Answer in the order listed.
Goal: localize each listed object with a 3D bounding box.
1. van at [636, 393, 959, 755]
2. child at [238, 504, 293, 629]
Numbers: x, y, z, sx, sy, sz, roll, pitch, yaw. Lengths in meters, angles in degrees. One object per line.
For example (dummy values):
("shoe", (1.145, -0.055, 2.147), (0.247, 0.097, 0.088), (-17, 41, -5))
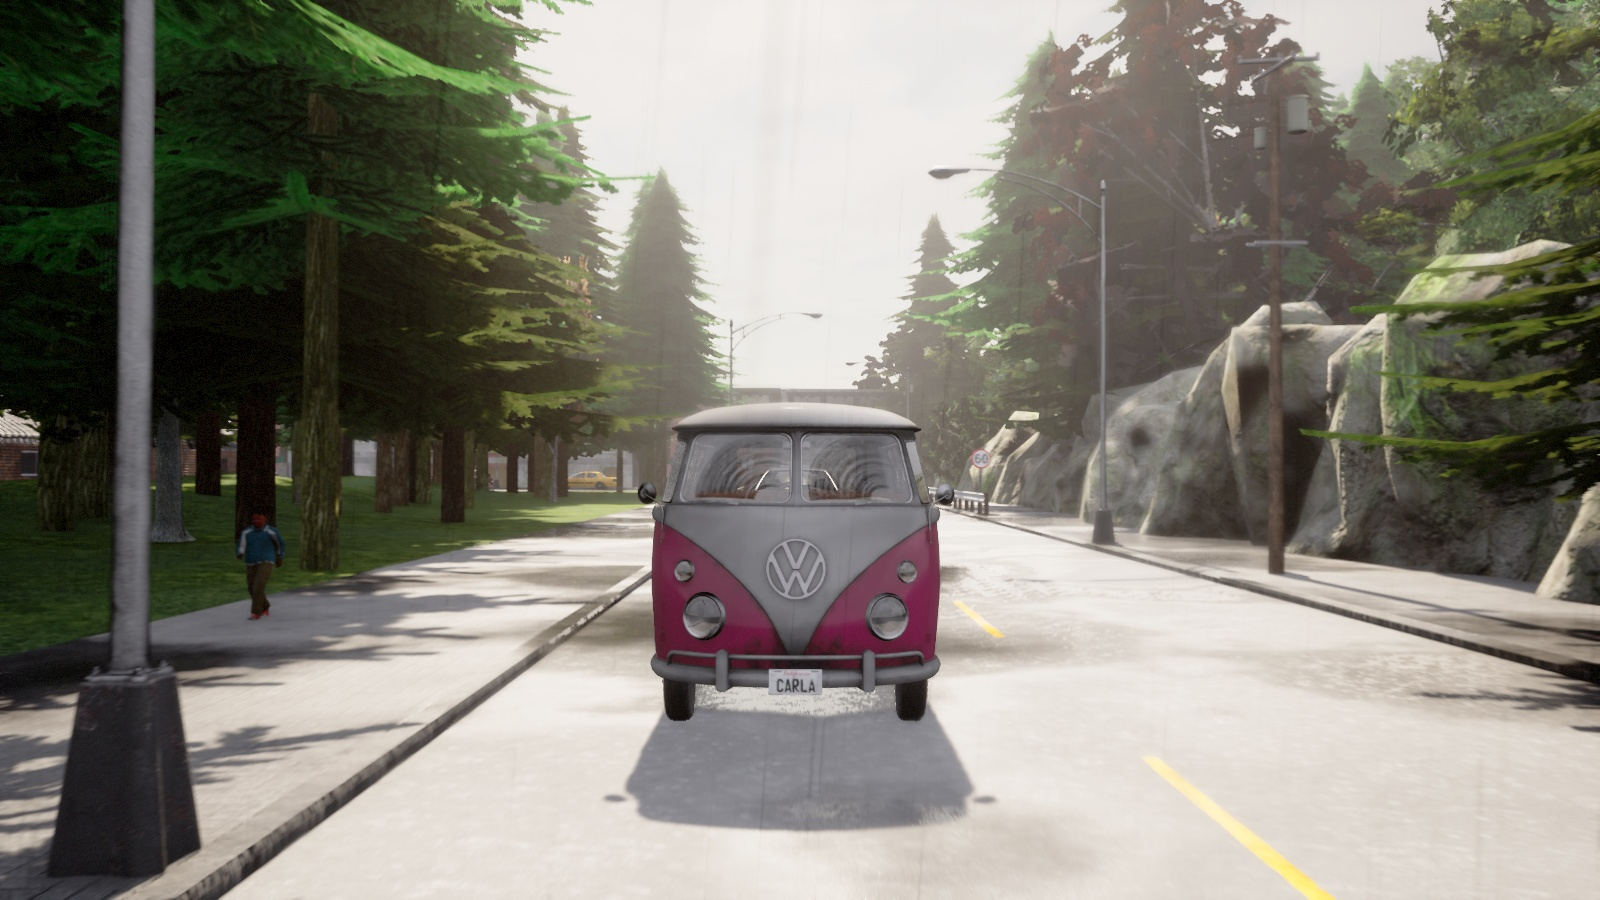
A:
("van", (-0.023, 0.721, 9.152), (1.775, 1.987, 4.442), (0, -1, 0))
("child", (-5.233, 1.131, 12.301), (0.343, 1.192, 0.448), (0, -1, -1))
